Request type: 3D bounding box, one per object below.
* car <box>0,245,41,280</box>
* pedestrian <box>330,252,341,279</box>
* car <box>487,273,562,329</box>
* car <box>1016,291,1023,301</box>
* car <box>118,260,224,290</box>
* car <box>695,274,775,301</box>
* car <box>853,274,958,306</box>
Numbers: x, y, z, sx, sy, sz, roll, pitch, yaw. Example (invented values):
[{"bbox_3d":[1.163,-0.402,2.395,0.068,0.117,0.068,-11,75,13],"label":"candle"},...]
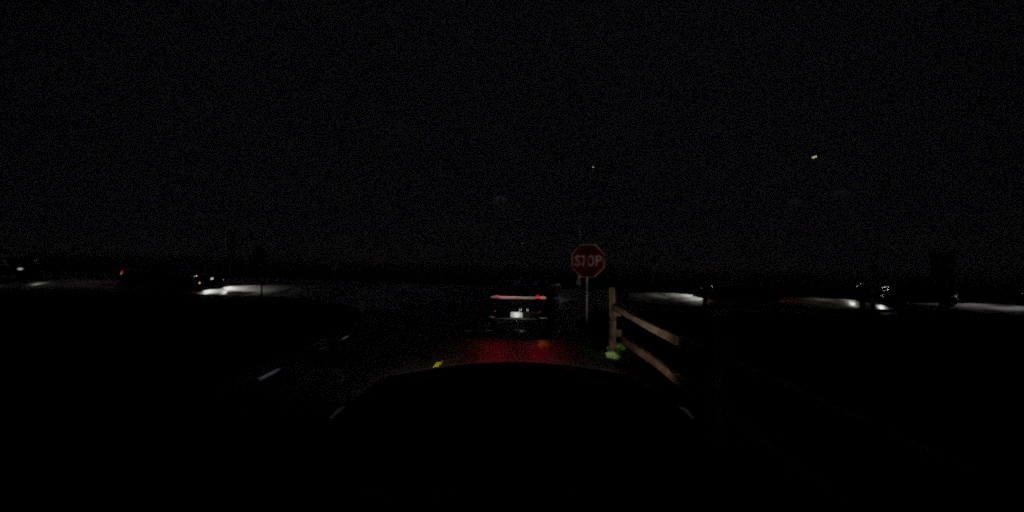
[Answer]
[{"bbox_3d":[-28.041,0.221,18.463,5.566,2.045,2.150,2,2,1],"label":"car"},{"bbox_3d":[-12.042,0.633,24.365,0.375,1.860,0.375,0,1,0],"label":"pedestrian"},{"bbox_3d":[0.505,1.279,11.438,2.128,1.511,4.902,0,0,9],"label":"car"},{"bbox_3d":[33.257,2.434,21.140,4.718,1.301,1.895,2,2,0],"label":"car"},{"bbox_3d":[-17.394,0.918,18.433,4.181,1.385,1.994,2,2,0],"label":"car"},{"bbox_3d":[13.193,1.780,21.221,4.181,1.385,1.994,2,2,-1],"label":"car"},{"bbox_3d":[23.132,1.877,21.183,4.553,1.767,2.097,2,2,0],"label":"car"}]
